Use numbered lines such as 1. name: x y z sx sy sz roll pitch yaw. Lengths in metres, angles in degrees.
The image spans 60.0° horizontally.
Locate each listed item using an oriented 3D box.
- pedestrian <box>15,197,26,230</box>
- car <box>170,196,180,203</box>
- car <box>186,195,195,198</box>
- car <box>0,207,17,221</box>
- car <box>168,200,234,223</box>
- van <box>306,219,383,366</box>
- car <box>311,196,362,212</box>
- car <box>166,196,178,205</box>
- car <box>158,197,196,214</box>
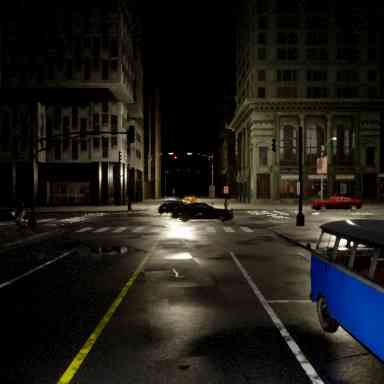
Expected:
1. pedestrian: -9.402 1.141 18.184 0.375 1.860 0.375 0 0 0
2. car: -3.498 1.502 68.356 1.994 1.385 4.181 0 0 0
3. car: -0.353 1.297 64.745 2.097 1.767 4.553 0 0 -1
4. car: -17.429 1.708 28.074 4.902 1.511 2.128 -1 0 0
5. car: 0.764 1.521 24.921 4.674 1.442 1.812 0 0 0
6. van: 2.835 1.342 4.228 1.690 1.788 3.998 0 0 0
7. car: 15.097 1.227 34.935 5.008 1.535 1.882 -1 0 0
8. car: -3.461 1.505 58.297 2.033 1.411 5.357 0 0 -1
9. car: -1.778 1.552 35.163 1.994 1.385 4.181 0 0 30
